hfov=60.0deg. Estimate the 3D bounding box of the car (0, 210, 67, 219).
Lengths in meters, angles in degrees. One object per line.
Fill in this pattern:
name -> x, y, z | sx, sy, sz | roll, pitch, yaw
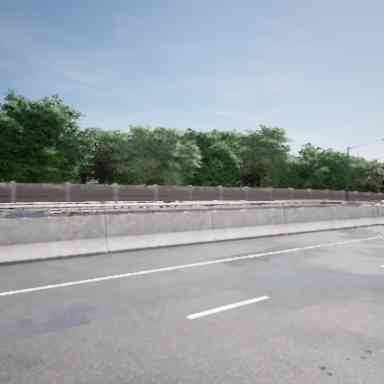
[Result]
car -> -7.913, 1.555, 15.534 | 5.357, 1.411, 2.033 | 0, 0, -35
